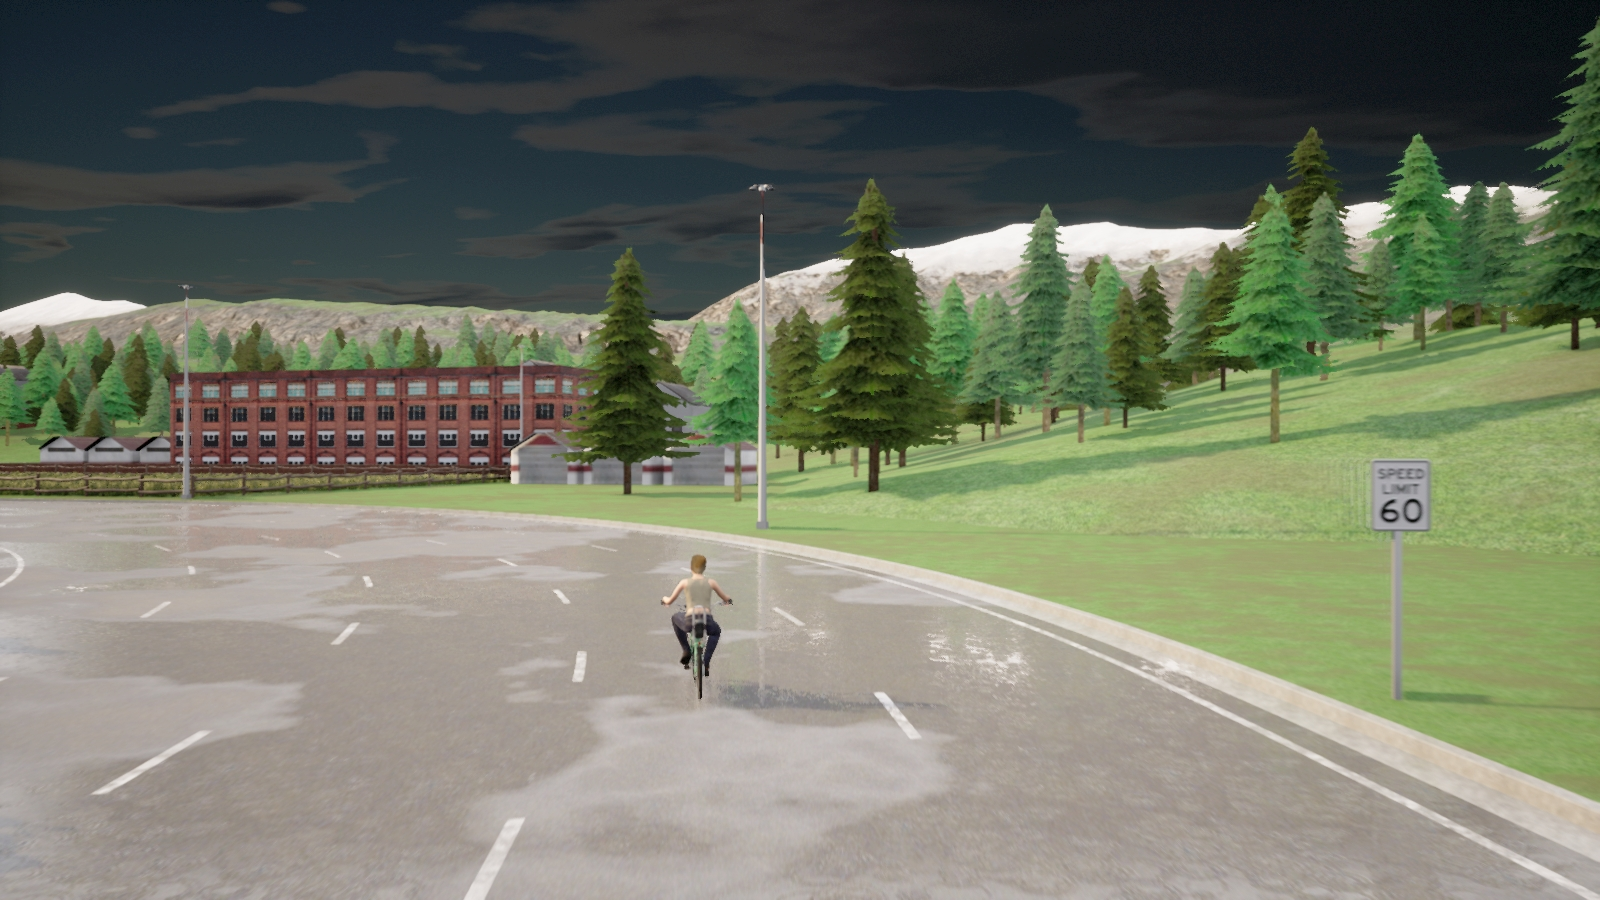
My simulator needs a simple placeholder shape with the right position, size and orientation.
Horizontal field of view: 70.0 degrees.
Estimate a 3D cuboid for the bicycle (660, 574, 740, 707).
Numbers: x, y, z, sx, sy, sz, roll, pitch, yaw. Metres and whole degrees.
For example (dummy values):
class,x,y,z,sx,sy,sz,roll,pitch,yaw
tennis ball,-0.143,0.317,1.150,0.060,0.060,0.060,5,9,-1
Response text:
class,x,y,z,sx,sy,sz,roll,pitch,yaw
bicycle,-1.191,2.166,13.283,0.859,1.276,1.487,0,0,-8
